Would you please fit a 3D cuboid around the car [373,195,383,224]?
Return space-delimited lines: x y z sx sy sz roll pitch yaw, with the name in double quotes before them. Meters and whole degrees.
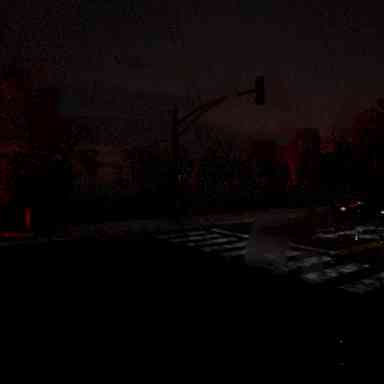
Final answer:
"car" 12.087 1.010 18.106 4.674 1.442 1.812 -1 2 -35

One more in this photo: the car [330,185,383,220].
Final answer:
"car" 11.292 0.595 21.516 5.566 2.045 2.150 -1 2 -35
